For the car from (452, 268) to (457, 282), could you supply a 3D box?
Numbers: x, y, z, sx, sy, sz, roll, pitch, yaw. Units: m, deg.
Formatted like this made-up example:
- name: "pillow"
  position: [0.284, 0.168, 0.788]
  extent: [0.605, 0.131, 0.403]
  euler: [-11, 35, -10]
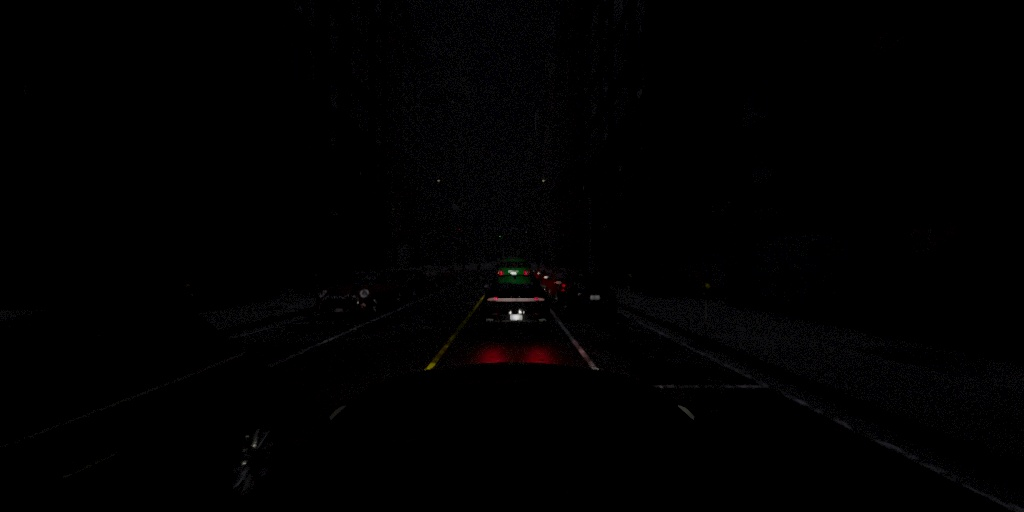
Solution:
- name: "car"
  position: [-5.764, 1.574, 30.462]
  extent: [1.888, 1.381, 4.507]
  euler: [0, 0, 0]

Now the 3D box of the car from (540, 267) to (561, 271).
- name: "car"
  position: [2.762, 1.466, 19.451]
  extent: [1.888, 1.381, 4.507]
  euler: [0, 0, 0]

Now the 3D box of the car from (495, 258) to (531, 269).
- name: "car"
  position: [0.092, 1.180, 23.516]
  extent: [2.150, 2.045, 5.566]
  euler: [0, -1, 0]

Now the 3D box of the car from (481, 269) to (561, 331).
- name: "car"
  position: [0.100, 1.334, 11.361]
  extent: [2.128, 1.511, 4.902]
  euler: [0, -1, 0]

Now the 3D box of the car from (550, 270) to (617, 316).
- name: "car"
  position: [2.762, 1.433, 13.947]
  extent: [1.948, 1.339, 4.313]
  euler: [0, 0, 0]

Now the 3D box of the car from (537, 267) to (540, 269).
- name: "car"
  position: [2.762, 1.520, 24.956]
  extent: [1.888, 1.381, 4.507]
  euler: [0, 0, 0]

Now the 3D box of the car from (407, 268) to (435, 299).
- name: "car"
  position: [-5.764, 1.487, 19.452]
  extent: [1.948, 1.339, 4.313]
  euler: [0, 0, 0]

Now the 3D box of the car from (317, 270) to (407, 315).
- name: "car"
  position: [-5.764, 1.307, 13.947]
  extent: [1.967, 1.591, 4.097]
  euler: [0, 0, 0]

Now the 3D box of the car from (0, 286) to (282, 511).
- name: "car"
  position: [-3.100, 1.097, 1.274]
  extent: [2.097, 1.767, 4.553]
  euler: [0, -1, 0]

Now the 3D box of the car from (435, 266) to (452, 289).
- name: "car"
  position: [-5.764, 1.525, 24.957]
  extent: [2.007, 1.370, 4.403]
  euler: [0, 0, 0]
